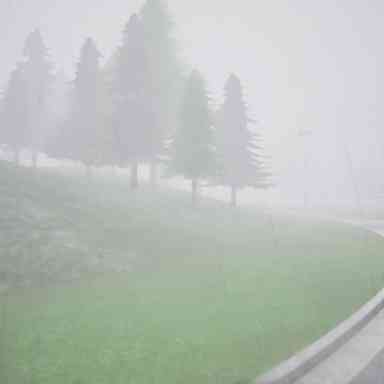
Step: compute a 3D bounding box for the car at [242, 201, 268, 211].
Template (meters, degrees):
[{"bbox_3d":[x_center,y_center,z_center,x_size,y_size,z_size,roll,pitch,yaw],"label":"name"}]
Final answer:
[{"bbox_3d":[9.659,2.102,51.240,2.128,1.511,4.902,0,-1,-27],"label":"car"}]
